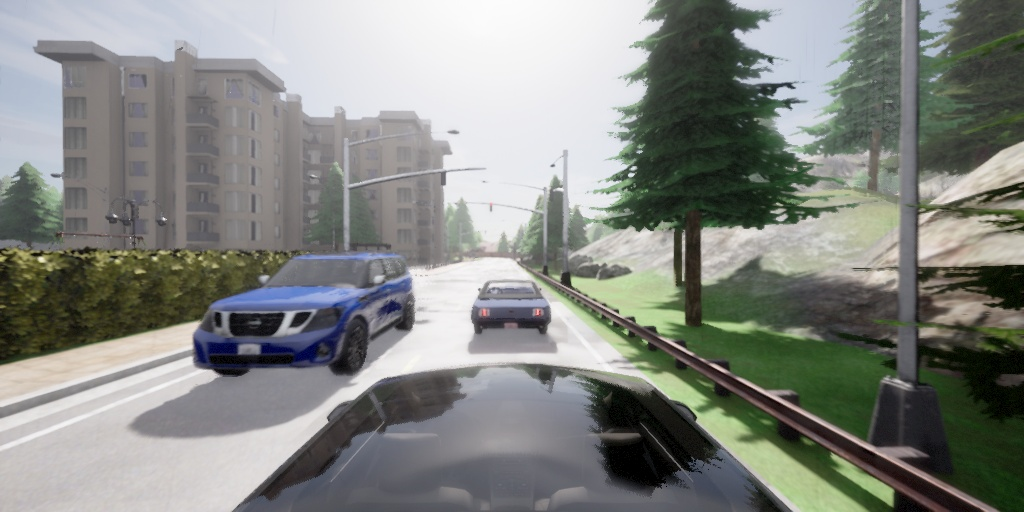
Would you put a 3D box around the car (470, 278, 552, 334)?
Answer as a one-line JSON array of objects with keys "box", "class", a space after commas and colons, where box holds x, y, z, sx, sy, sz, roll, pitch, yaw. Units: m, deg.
[{"box": [-0.058, 1.289, 10.327, 1.895, 1.301, 4.718, 0, 0, -1], "class": "car"}]

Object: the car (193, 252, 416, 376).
[{"box": [-3.668, 0.933, 7.712, 2.150, 2.045, 5.566, 0, 0, -1], "class": "car"}]
